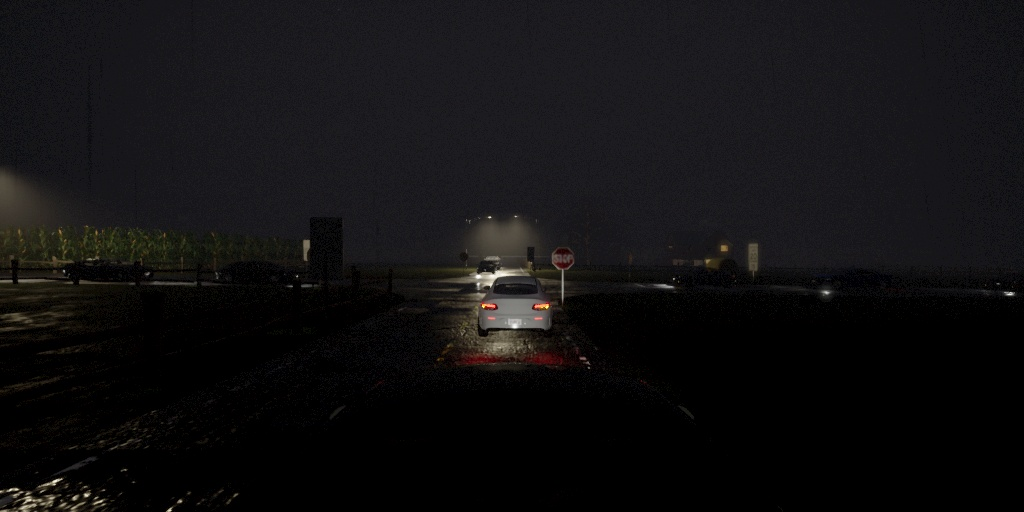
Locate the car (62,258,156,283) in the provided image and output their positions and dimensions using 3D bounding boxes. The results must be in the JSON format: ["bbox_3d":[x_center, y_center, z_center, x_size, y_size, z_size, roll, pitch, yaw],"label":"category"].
[{"bbox_3d":[-26.378,0.900,23.571,4.902,1.511,2.128,1,1,1],"label":"car"}]

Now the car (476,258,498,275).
[{"bbox_3d":[-2.818,1.245,39.720,1.837,1.490,4.892,0,0,0],"label":"car"}]

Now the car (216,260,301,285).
[{"bbox_3d":[-16.458,1.052,23.425,4.892,1.490,1.837,1,1,0],"label":"car"}]

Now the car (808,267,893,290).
[{"bbox_3d":[24.101,1.561,25.628,5.008,1.535,1.882,1,1,1],"label":"car"}]

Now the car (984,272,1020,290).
[{"bbox_3d":[36.481,1.836,25.408,4.181,1.385,1.994,1,1,0],"label":"car"}]

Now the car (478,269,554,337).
[{"bbox_3d":[0.132,1.273,10.127,1.812,1.442,4.674,0,0,2],"label":"car"}]

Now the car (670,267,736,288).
[{"bbox_3d":[13.660,1.495,25.807,4.181,1.385,1.994,1,1,1],"label":"car"}]

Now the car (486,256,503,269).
[{"bbox_3d":[-2.808,0.957,51.481,2.150,2.045,5.566,0,0,0],"label":"car"}]

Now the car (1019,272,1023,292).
[{"bbox_3d":[36.107,1.856,22.467,5.357,1.411,2.033,1,1,1],"label":"car"}]
